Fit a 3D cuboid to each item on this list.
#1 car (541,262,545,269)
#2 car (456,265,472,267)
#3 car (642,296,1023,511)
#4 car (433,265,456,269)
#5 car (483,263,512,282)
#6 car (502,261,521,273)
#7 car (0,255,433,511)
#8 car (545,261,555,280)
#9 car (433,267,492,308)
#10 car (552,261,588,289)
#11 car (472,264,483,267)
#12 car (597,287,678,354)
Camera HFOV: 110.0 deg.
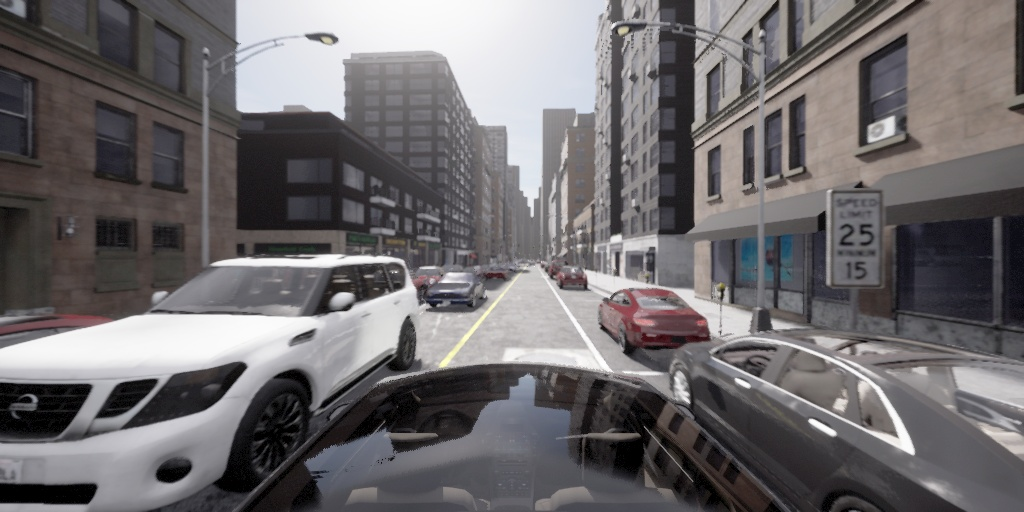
[{"bbox_3d":[5.726,1.776,52.834,1.948,1.339,4.313,0,0,3],"label":"car"},{"bbox_3d":[-4.373,1.378,25.703,1.967,1.591,4.097,0,0,3],"label":"car"},{"bbox_3d":[2.871,1.323,3.155,2.007,1.370,4.403,0,0,3],"label":"car"},{"bbox_3d":[-4.690,1.330,20.182,1.967,1.591,4.097,0,0,3],"label":"car"},{"bbox_3d":[-1.330,1.613,33.012,1.895,1.301,4.718,0,-1,4],"label":"car"},{"bbox_3d":[-0.224,1.792,51.345,2.033,1.411,5.357,0,-1,3],"label":"car"},{"bbox_3d":[-2.985,0.989,4.962,2.150,2.045,5.566,0,0,3],"label":"car"},{"bbox_3d":[4.774,1.377,36.274,2.192,1.841,5.009,0,0,3],"label":"car"},{"bbox_3d":[-2.339,1.412,16.287,2.033,1.411,5.357,0,0,3],"label":"car"},{"bbox_3d":[4.139,1.404,25.234,1.967,1.591,4.097,0,0,3],"label":"car"},{"bbox_3d":[-4.056,1.553,31.224,1.948,1.339,4.313,0,0,3],"label":"car"},{"bbox_3d":[3.188,1.401,8.675,1.802,1.307,4.207,0,0,3],"label":"car"}]
